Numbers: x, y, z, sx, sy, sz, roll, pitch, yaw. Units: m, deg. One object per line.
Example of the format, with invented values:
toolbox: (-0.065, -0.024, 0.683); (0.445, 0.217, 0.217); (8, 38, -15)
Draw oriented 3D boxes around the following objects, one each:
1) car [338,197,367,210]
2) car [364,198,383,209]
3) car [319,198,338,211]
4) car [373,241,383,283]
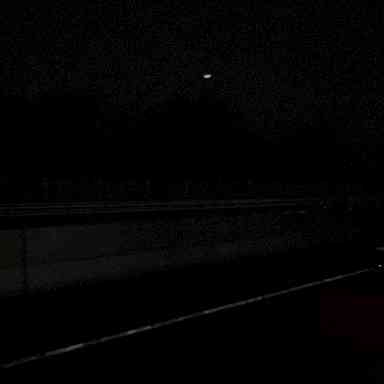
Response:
car: (16.787, 1.393, 32.546); (4.892, 1.490, 1.837); (0, 0, -34)
car: (17.677, 1.449, 28.936); (5.357, 1.411, 2.033); (-1, 0, -34)
car: (15.880, 1.376, 36.147); (4.892, 1.490, 1.837); (-1, 0, -34)
car: (6.388, 1.480, 8.220); (4.902, 1.511, 2.128); (0, 0, -35)
